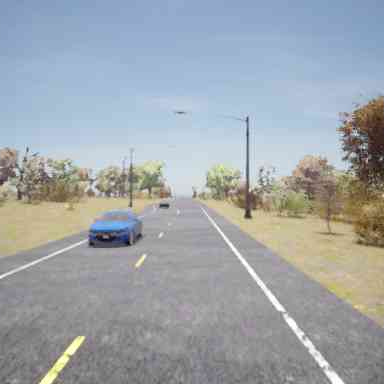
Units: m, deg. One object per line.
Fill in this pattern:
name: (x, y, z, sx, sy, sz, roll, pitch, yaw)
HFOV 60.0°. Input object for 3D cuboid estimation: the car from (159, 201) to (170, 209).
car: (-4.786, 2.177, 57.686, 1.895, 1.301, 4.718, 0, -1, -6)

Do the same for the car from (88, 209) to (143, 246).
car: (-3.601, 1.635, 16.405, 1.882, 1.535, 5.008, 0, -1, 0)
